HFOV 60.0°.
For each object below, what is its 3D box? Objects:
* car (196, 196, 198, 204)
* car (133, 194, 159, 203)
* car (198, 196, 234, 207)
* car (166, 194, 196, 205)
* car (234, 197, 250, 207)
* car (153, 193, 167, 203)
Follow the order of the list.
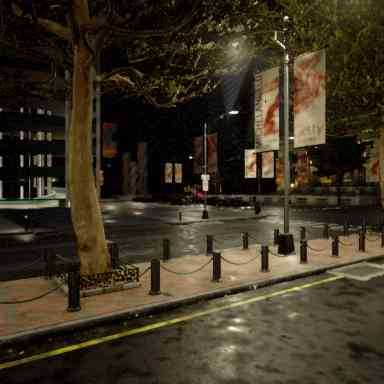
[{"bbox_3d":[1.006,1.526,59.710,1.812,1.442,4.674,0,0,-36],"label":"car"},{"bbox_3d":[-9.623,1.547,66.702,5.357,1.411,2.033,0,0,41],"label":"car"},{"bbox_3d":[3.522,1.478,50.230,1.882,1.535,5.008,0,0,-35],"label":"car"},{"bbox_3d":[-1.913,1.352,57.747,2.097,1.767,4.553,0,0,-37],"label":"car"},{"bbox_3d":[6.582,1.547,51.978,2.033,1.411,5.357,0,0,-35],"label":"car"},{"bbox_3d":[-5.942,1.221,68.260,5.566,2.045,2.150,0,0,44],"label":"car"}]
